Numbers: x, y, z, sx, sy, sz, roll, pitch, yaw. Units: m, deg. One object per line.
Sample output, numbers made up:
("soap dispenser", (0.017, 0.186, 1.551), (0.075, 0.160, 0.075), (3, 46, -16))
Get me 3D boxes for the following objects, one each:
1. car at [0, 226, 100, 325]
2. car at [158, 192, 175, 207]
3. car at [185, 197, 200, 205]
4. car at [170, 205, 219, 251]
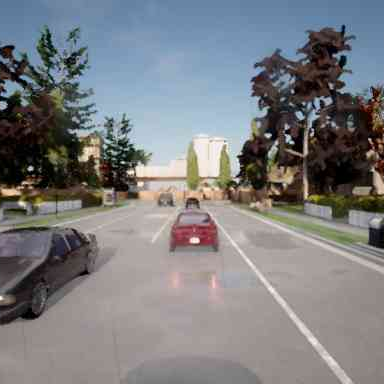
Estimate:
("car", (-3.608, 1.530, 7.574), (2.033, 1.411, 5.357), (0, 0, 0))
("car", (-3.687, 1.082, 47.993), (2.150, 2.045, 5.566), (0, 0, -1))
("car", (0.056, 1.380, 43.978), (1.837, 1.490, 4.892), (0, 1, 0))
("car", (0.087, 1.490, 13.702), (1.812, 1.442, 4.674), (0, 0, 0))
